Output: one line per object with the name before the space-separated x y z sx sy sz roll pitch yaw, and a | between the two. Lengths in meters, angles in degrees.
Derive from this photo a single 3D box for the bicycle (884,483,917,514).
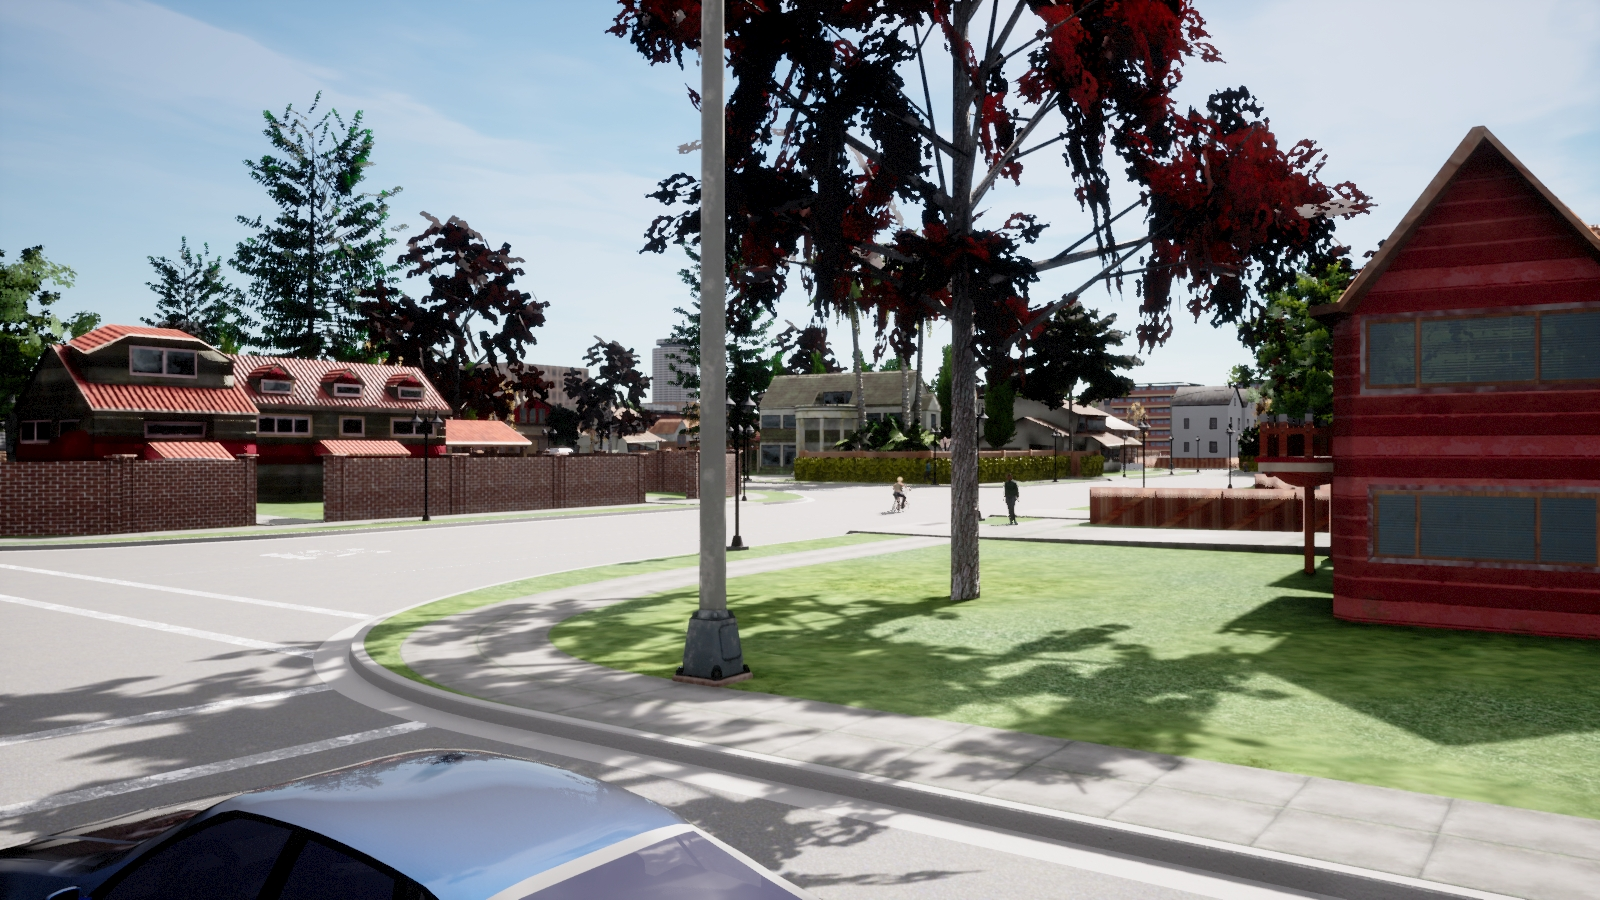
bicycle | 4.493 2.145 50.847 0.859 1.301 1.487 0 0 32

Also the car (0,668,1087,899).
car | -1.713 2.106 4.943 5.357 1.411 2.033 0 0 36

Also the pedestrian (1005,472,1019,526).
pedestrian | 7.389 1.704 39.809 0.375 1.860 0.375 0 0 34
